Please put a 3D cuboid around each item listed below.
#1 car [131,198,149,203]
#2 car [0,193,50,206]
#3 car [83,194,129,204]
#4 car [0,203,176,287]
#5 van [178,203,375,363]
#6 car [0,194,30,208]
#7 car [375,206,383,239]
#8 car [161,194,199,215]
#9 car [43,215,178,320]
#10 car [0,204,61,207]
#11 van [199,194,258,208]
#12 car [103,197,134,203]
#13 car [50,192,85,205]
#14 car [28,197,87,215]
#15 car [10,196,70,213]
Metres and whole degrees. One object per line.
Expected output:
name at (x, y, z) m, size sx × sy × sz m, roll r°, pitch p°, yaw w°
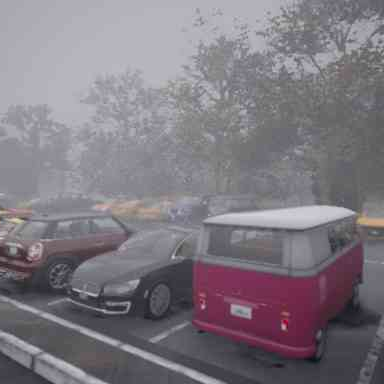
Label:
car at (-1.717, 1.423, 24.903) m, size 1.946 × 1.575 × 5.366 m, roll 0°, pitch 0°, yaw 36°
car at (-9.432, 1.177, 14.147) m, size 2.435 × 2.045 × 5.566 m, roll 0°, pitch 0°, yaw 36°
car at (-6.422, 1.262, 28.111) m, size 2.185 × 1.767 × 4.553 m, roll 1°, pitch 0°, yaw 36°
car at (-2.800, 1.351, 9.285) m, size 2.185 × 1.767 × 4.553 m, roll 0°, pitch 0°, yaw 36°
van at (1.902, 1.283, 6.072) m, size 1.878 × 1.987 × 4.442 m, roll 0°, pitch 0°, yaw 36°
car at (-22.166, 1.012, 39.433) m, size 2.231 × 1.521 × 4.892 m, roll 2°, pitch 1°, yaw 36°
car at (9.467, 1.507, 16.606) m, size 2.097 × 1.535 × 5.008 m, roll 0°, pitch 0°, yaw 36°
car at (0.417, 1.191, 23.099) m, size 2.435 × 2.045 × 5.566 m, roll 0°, pitch 0°, yaw 36°
car at (-0.421, 1.494, 7.613) m, size 2.231 × 1.521 × 4.892 m, roll 0°, pitch 0°, yaw 36°
car at (-7.196, 1.444, 12.492) m, size 2.097 × 1.535 × 5.008 m, roll 0°, pitch 0°, yaw 36°
van at (2.624, 1.233, 21.397) m, size 1.878 × 1.987 × 4.442 m, roll 0°, pitch 0°, yaw 36°
car at (-4.186, 1.409, 26.451) m, size 2.097 × 1.535 × 5.008 m, roll 1°, pitch 0°, yaw 36°
car at (-10.946, 1.069, 31.374) m, size 2.435 × 2.045 × 5.566 m, roll 1°, pitch 1°, yaw 36°
car at (-13.224, 1.275, 32.991) m, size 2.097 × 1.535 × 5.008 m, roll 1°, pitch 1°, yaw 36°
car at (-15.596, 1.218, 34.468) m, size 1.946 × 1.575 × 5.366 m, roll 2°, pitch 1°, yaw 36°
